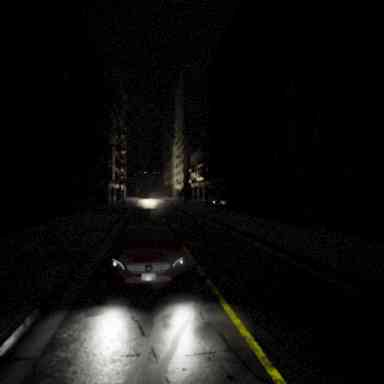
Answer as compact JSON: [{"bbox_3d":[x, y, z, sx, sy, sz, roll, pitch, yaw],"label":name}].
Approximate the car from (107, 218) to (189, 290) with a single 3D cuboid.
[{"bbox_3d":[-1.233,1.508,9.250,1.812,1.442,4.674,0,0,-8],"label":"car"}]
